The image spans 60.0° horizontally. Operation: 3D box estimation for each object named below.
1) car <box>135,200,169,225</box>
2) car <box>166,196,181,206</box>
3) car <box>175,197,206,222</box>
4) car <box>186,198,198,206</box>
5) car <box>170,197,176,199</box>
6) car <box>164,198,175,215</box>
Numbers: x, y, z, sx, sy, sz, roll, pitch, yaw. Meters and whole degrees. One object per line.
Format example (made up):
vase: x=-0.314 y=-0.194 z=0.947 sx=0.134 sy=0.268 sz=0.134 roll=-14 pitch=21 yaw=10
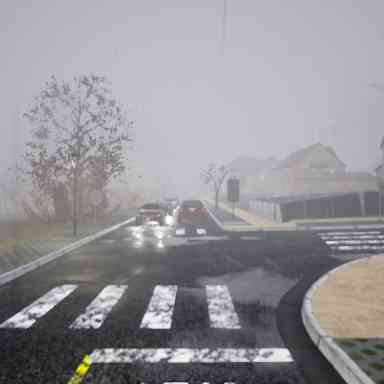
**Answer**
car: x=-2.918 y=1.528 z=24.189 sx=1.812 sy=1.442 sz=4.674 roll=0 pitch=0 yaw=0
car: x=-2.966 y=1.514 z=54.637 sx=2.128 sy=1.511 sz=4.902 roll=0 pitch=0 yaw=0
car: x=0.016 y=1.355 z=26.403 sx=2.097 sy=1.767 sz=4.553 roll=0 pitch=0 yaw=0
car: x=-0.061 y=1.624 z=55.281 sx=1.895 sy=1.301 sz=4.718 roll=0 pitch=0 yaw=0
car: x=-2.977 y=1.539 z=44.229 sx=1.812 sy=1.442 sz=4.674 roll=0 pitch=0 yaw=1
car: x=-2.947 y=1.608 z=34.405 sx=1.895 sy=1.301 sz=4.718 roll=0 pitch=0 yaw=0
